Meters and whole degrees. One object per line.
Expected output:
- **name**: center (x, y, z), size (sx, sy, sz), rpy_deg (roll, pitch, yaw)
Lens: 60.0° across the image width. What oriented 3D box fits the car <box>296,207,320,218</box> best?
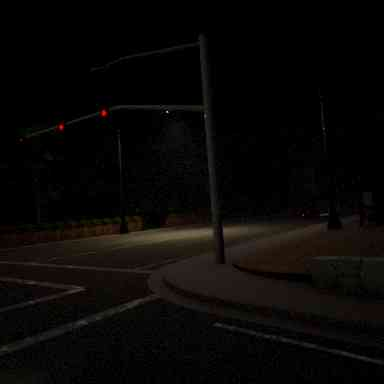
- **car**: center (15.483, 2.675, 44.233), size (1.895, 1.301, 4.718), rpy_deg (-6, -4, 37)
